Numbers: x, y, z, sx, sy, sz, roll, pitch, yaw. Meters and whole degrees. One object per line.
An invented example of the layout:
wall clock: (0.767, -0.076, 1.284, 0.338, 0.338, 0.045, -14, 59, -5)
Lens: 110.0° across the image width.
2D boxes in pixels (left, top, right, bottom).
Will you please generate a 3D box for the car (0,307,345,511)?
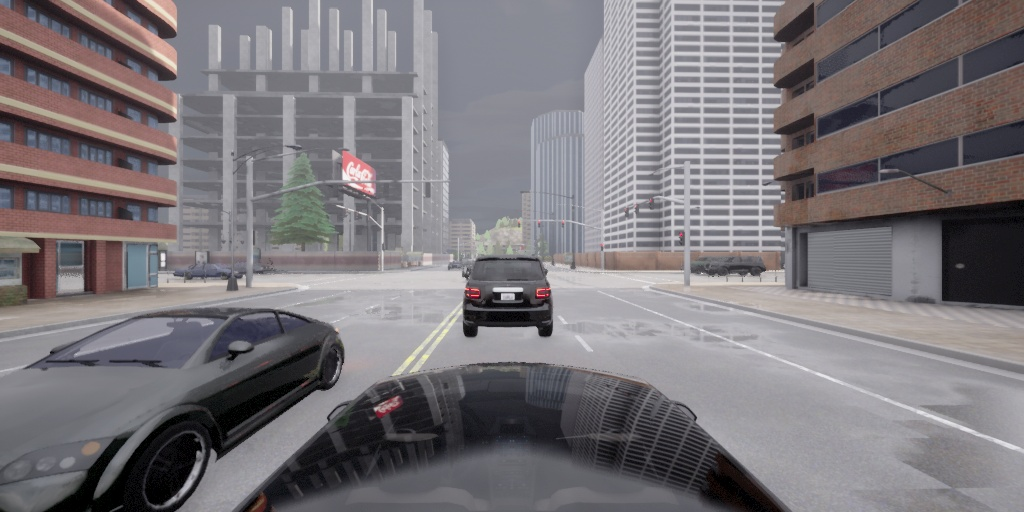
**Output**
car: (-3.626, 1.312, 4.020, 1.994, 1.385, 4.181, 0, 0, -1)

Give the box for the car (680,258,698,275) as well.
car: (21.320, 0.970, 39.040, 5.566, 2.045, 2.150, 0, 0, -1)

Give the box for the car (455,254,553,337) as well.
car: (-0.116, 0.971, 10.421, 2.150, 2.045, 5.566, 0, 0, -1)

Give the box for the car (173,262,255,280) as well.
car: (-25.608, 1.297, 30.650, 5.357, 1.411, 2.033, 0, 0, -1)

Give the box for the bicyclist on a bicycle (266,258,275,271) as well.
bicyclist on a bicycle: (-28.682, 1.050, 42.559, 0.582, 1.620, 1.656, 0, 0, -1)

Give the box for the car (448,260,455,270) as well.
car: (-8.086, 1.313, 52.192, 1.994, 1.385, 4.181, 0, 0, -1)

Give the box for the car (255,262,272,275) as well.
car: (-28.418, 1.297, 37.782, 5.357, 1.411, 2.033, 0, 0, -1)

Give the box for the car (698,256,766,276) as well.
car: (22.016, 0.972, 35.561, 5.566, 2.045, 2.150, 0, 0, -2)

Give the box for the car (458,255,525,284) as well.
car: (-1.501, 0.971, 28.529, 2.150, 2.045, 5.566, -1, -1, 39)

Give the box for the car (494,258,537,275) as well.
car: (0.353, 1.101, 38.511, 4.553, 1.767, 2.097, 0, 0, -1)
